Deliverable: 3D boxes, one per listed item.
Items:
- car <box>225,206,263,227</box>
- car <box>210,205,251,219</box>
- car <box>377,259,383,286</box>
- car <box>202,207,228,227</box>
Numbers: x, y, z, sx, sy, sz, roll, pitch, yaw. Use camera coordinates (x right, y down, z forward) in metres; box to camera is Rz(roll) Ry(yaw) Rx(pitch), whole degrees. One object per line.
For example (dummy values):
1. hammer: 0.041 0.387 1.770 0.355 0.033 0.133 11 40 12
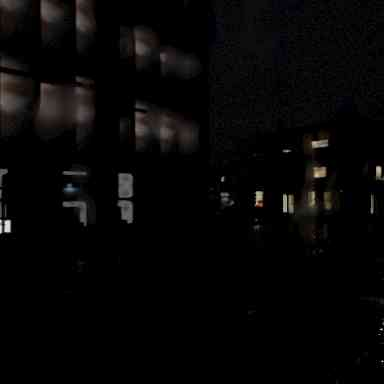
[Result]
1. car: 3.923 2.098 27.981 1.994 1.385 4.181 0 -1 -37
2. car: 4.249 2.207 37.421 2.008 1.369 4.403 -1 0 -37
3. car: 6.377 1.682 8.113 4.181 1.385 1.994 1 0 -36
4. car: 0.632 2.124 27.824 1.947 1.339 4.313 -1 0 -37
